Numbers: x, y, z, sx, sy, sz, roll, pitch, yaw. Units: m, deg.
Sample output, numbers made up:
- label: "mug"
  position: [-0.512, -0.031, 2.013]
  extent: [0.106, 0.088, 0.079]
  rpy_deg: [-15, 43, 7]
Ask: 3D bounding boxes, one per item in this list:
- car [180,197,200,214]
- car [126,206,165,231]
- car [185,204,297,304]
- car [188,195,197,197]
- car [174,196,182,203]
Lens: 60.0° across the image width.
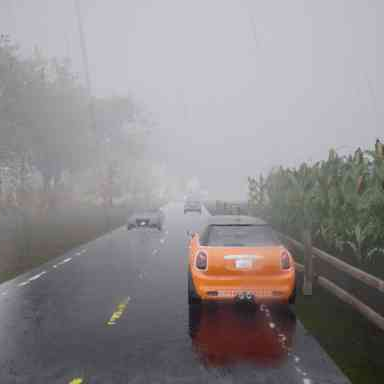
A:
- label: "car"
  position: [0.084, 1.542, 35.644]
  extent: [2.033, 1.411, 5.357]
  rpy_deg: [0, 0, 0]
- label: "car"
  position: [-2.744, 1.560, 20.529]
  extent: [1.994, 1.385, 4.181]
  rpy_deg: [0, 0, 0]
- label: "car"
  position: [0.963, 1.349, 8.277]
  extent: [2.097, 1.767, 4.553]
  rpy_deg: [0, 0, 0]
- label: "car"
  position: [0.072, 1.346, 46.206]
  extent: [2.097, 1.767, 4.553]
  rpy_deg: [0, 0, 0]
- label: "car"
  position: [-2.727, 1.487, 68.900]
  extent: [2.128, 1.511, 4.902]
  rpy_deg: [0, 0, 0]
